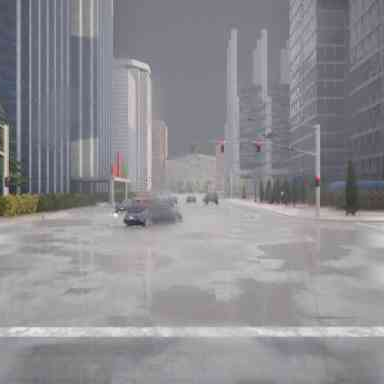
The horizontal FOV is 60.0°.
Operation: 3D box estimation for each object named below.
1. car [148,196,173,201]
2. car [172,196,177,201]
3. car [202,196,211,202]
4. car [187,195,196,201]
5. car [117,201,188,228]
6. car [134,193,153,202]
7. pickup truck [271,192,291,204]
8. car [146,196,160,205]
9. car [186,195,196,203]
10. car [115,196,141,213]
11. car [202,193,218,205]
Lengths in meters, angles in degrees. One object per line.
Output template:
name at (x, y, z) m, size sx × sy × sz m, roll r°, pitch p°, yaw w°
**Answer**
car at (-3.665, 1.540, 39.588) m, size 1.994 × 1.385 × 4.181 m, roll 0°, pitch 0°, yaw 0°
car at (-3.678, 1.571, 49.595) m, size 1.895 × 1.301 × 4.718 m, roll 0°, pitch 0°, yaw 0°
car at (3.339, 1.550, 76.009) m, size 1.895 × 1.301 × 4.718 m, roll 0°, pitch 0°, yaw 0°
car at (-0.161, 1.374, 76.025) m, size 1.895 × 1.301 × 4.718 m, roll 0°, pitch 0°, yaw 0°
car at (-2.549, 1.551, 22.104) m, size 1.994 × 1.385 × 4.181 m, roll 0°, pitch 0°, yaw 38°
car at (-7.180, 1.194, 47.102) m, size 2.150 × 2.045 × 5.566 m, roll 0°, pitch 0°, yaw 0°
pickup truck at (16.491, 1.022, 61.477) m, size 2.390 × 2.098 × 6.274 m, roll 0°, pitch 0°, yaw 30°
car at (-7.186, 1.511, 61.610) m, size 2.033 × 1.411 × 5.357 m, roll 0°, pitch 0°, yaw 0°
car at (-0.139, 1.453, 65.703) m, size 2.128 × 1.511 × 4.902 m, roll 0°, pitch 0°, yaw 0°
car at (-7.166, 1.483, 36.546) m, size 1.837 × 1.490 × 4.892 m, roll 0°, pitch 0°, yaw 0°
car at (3.472, 1.178, 60.362) m, size 2.150 × 2.045 × 5.566 m, roll 0°, pitch -1°, yaw 0°
